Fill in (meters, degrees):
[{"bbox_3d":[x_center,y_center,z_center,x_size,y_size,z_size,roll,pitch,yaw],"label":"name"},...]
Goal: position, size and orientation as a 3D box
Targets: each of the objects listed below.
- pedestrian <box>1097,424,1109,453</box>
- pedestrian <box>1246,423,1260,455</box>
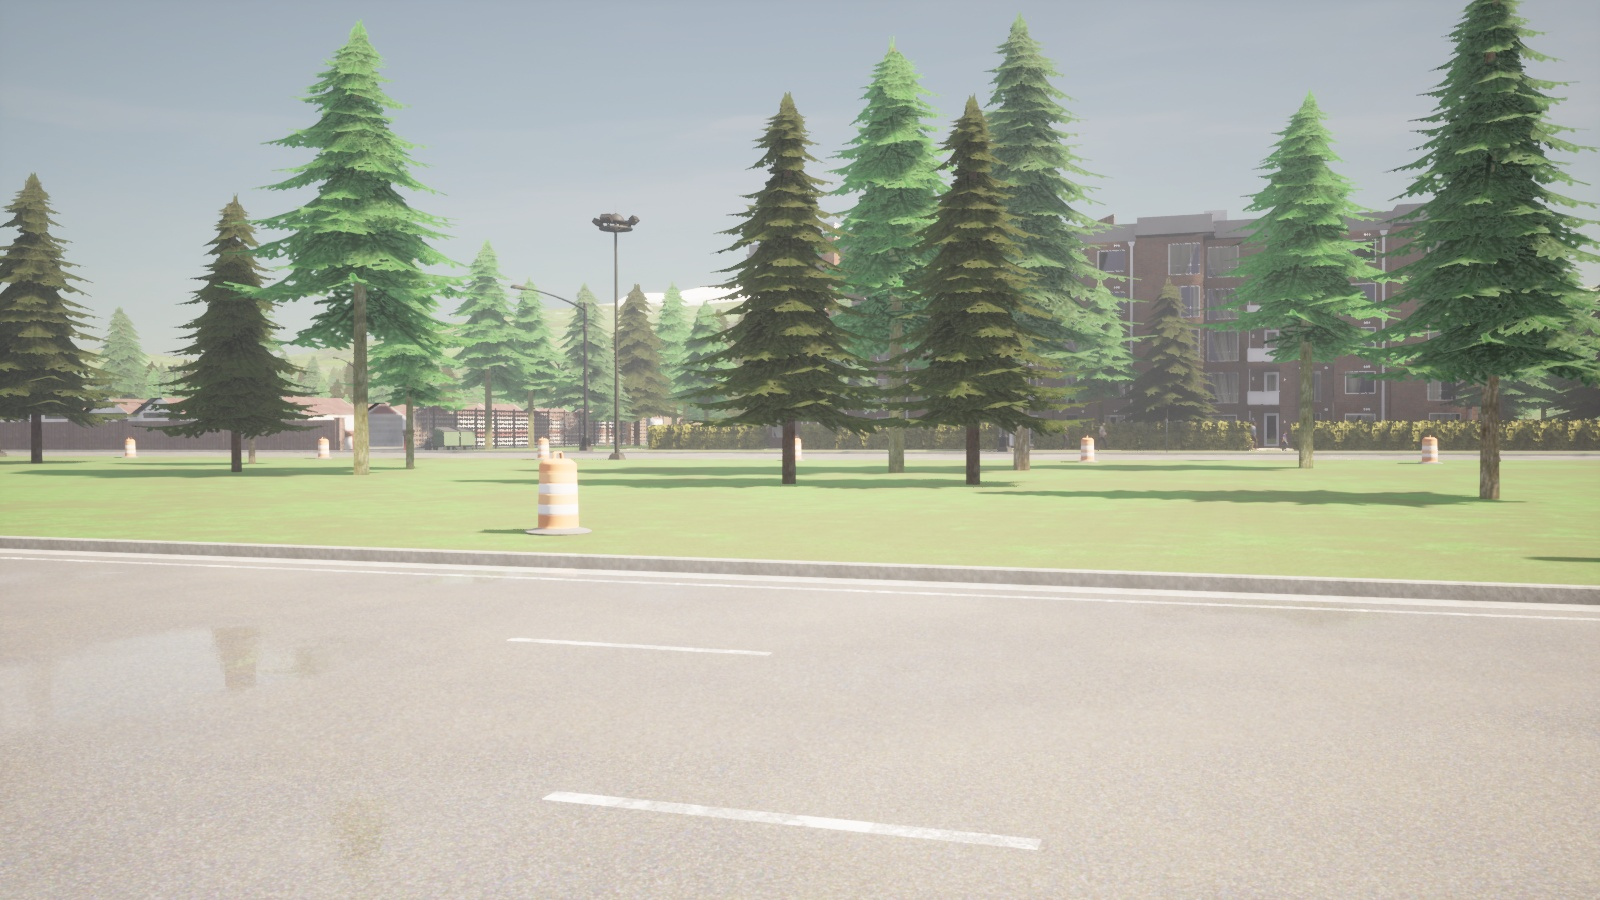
[{"bbox_3d":[19.434,-0.760,80.493,0.694,1.848,0.540,1,1,18],"label":"pedestrian"},{"bbox_3d":[28.003,-0.682,77.581,0.788,1.949,0.423,1,1,19],"label":"pedestrian"}]
